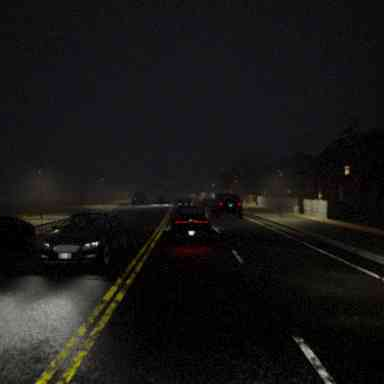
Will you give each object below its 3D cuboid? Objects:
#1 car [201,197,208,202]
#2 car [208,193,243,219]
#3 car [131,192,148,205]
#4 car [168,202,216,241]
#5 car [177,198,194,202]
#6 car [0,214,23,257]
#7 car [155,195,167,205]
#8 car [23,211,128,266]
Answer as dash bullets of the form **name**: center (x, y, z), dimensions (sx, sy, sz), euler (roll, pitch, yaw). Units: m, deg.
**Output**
- **car**: center (2.198, 1.348, 43.733), dimensions (1.994, 1.385, 4.181), euler (0, 0, -2)
- **car**: center (2.861, 1.082, 27.943), dimensions (2.150, 2.045, 5.566), euler (0, 1, -2)
- **car**: center (-8.107, 0.979, 51.946), dimensions (2.150, 2.045, 5.566), euler (0, 0, -3)
- **car**: center (-0.068, 1.423, 16.156), dimensions (1.837, 1.490, 4.892), euler (0, 0, -1)
- **car**: center (-0.765, 1.358, 39.009), dimensions (2.033, 1.411, 5.357), euler (0, 0, -3)
- **car**: center (-6.686, 1.476, 10.674), dimensions (1.812, 1.442, 4.674), euler (0, 0, -1)
- **car**: center (-4.978, 1.250, 54.279), dimensions (1.837, 1.490, 4.892), euler (0, 1, -3)
- **car**: center (-3.446, 1.436, 11.387), dimensions (2.128, 1.511, 4.902), euler (0, 0, -1)
